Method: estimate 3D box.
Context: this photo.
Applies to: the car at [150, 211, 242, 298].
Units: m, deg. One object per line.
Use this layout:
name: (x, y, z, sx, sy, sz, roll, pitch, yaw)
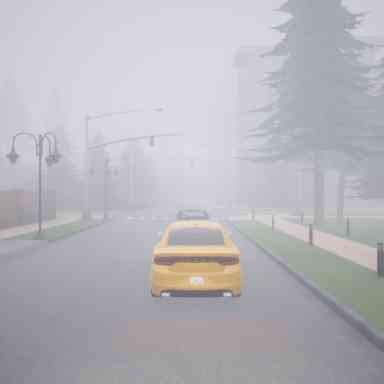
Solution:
car: (0.082, 1.478, 8.596, 1.882, 1.535, 5.008, 0, 0, 0)
